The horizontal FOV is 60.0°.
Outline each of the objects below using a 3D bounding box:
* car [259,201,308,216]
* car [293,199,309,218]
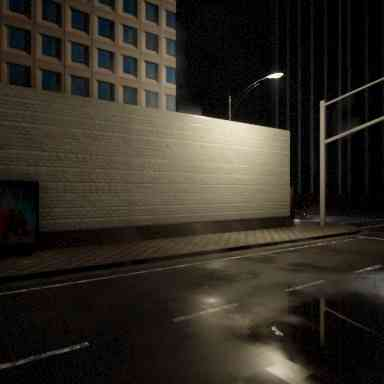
[{"bbox_3d":[9.339,1.656,34.316,1.895,1.301,4.718,0,0,-36],"label":"car"},{"bbox_3d":[8.138,1.581,29.990,1.812,1.442,4.674,0,0,-36],"label":"car"}]
